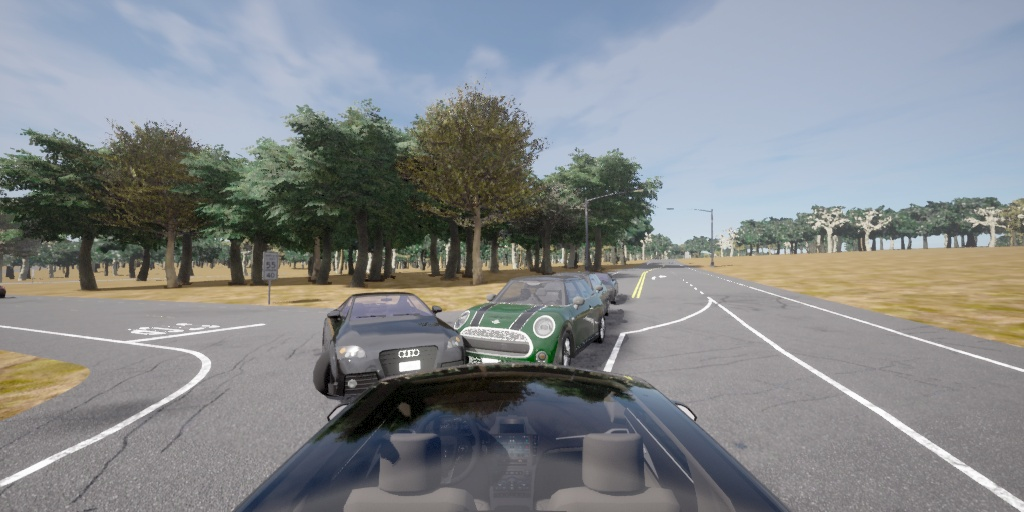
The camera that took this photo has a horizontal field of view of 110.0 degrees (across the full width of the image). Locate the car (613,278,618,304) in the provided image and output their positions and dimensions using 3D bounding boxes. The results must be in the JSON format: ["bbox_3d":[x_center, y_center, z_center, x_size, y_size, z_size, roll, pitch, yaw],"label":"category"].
[{"bbox_3d":[4.216,1.509,17.878,1.994,1.385,4.181,-1,0,19],"label":"car"}]

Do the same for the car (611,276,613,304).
[{"bbox_3d":[2.022,1.344,12.151,2.097,1.767,4.553,-1,-1,21],"label":"car"}]

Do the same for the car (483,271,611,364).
[{"bbox_3d":[0.616,1.218,7.838,2.097,1.767,4.553,-1,-2,26],"label":"car"}]

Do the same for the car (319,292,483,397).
[{"bbox_3d":[-2.355,1.376,6.633,1.994,1.385,4.181,1,-2,-29],"label":"car"}]

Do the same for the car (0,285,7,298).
[{"bbox_3d":[-40.862,2.563,27.396,4.181,1.385,1.994,-2,-3,22],"label":"car"}]
